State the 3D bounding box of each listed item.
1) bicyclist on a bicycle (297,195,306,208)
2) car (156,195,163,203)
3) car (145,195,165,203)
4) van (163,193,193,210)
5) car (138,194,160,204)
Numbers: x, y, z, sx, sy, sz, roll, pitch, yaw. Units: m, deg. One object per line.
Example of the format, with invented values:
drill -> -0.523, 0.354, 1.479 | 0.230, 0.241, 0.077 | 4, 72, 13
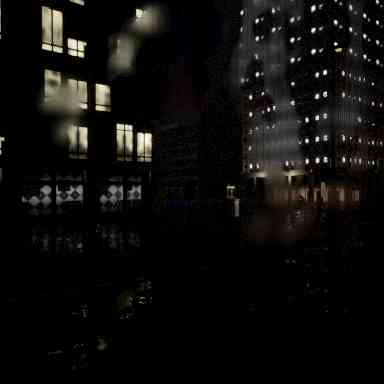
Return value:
bicyclist on a bicycle -> 12.902, 1.117, 39.178 | 1.656, 1.620, 0.582 | -1, 1, -34
car -> -3.887, 1.035, 58.682 | 2.192, 1.841, 5.009 | 0, 0, -34
car -> -6.997, 1.237, 63.266 | 1.887, 1.381, 4.507 | 0, 0, -34
van -> -1.488, 1.210, 40.226 | 1.690, 1.788, 3.998 | 0, 0, -34
car -> -7.820, 1.203, 59.853 | 1.882, 1.535, 5.008 | -1, 1, -34
